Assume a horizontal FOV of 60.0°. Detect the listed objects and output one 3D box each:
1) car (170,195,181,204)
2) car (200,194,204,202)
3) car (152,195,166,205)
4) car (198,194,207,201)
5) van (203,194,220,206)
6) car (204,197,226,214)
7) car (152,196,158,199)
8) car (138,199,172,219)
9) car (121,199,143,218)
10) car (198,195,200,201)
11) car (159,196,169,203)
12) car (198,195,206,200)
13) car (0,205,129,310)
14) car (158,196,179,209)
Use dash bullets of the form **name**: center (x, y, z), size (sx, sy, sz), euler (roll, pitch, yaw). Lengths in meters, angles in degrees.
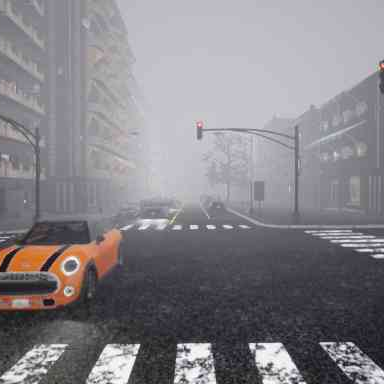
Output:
- **car**: center (-3.022, 1.521, 63.045), size (2.033, 1.411, 5.357), euler (0, 0, 0)
- **car**: center (2.671, 1.420, 52.318), size (1.967, 1.590, 4.097), euler (0, 0, 0)
- **car**: center (-5.712, 1.417, 57.856), size (1.967, 1.590, 4.097), euler (0, 0, 0)
- **car**: center (2.661, 1.396, 85.518), size (1.967, 1.590, 4.097), euler (0, 0, 0)
- **van**: center (2.673, 1.327, 41.250), size (1.690, 1.788, 3.998), euler (0, 0, 0)
- **car**: center (2.677, 1.555, 35.717), size (1.947, 1.339, 4.313), euler (0, 0, 0)
- **car**: center (-5.705, 1.531, 41.255), size (1.887, 1.381, 4.507), euler (0, 0, 0)
- **car**: center (-3.116, 1.556, 28.704), size (1.994, 1.385, 4.181), euler (0, 0, 0)
- **car**: center (-5.703, 1.542, 30.188), size (2.008, 1.369, 4.403), euler (0, 0, 0)
- **car**: center (2.663, 1.280, 74.451), size (2.192, 1.841, 5.009), euler (0, 0, 0)
- **car**: center (-5.713, 1.551, 68.923), size (1.802, 1.307, 4.206), euler (0, 0, 0)
- **car**: center (2.661, 1.495, 91.052), size (1.887, 1.381, 4.507), euler (0, 0, 0)
- **car**: center (-3.125, 1.410, 8.273), size (2.097, 1.767, 4.553), euler (-1, 0, 0)
- **car**: center (-3.107, 1.549, 44.487), size (1.994, 1.385, 4.181), euler (0, 0, 0)
